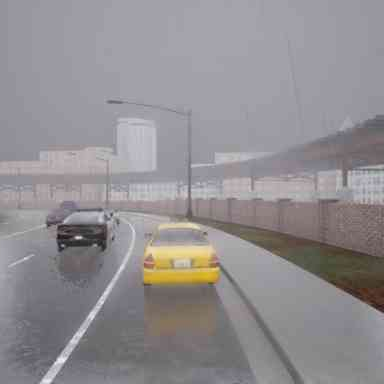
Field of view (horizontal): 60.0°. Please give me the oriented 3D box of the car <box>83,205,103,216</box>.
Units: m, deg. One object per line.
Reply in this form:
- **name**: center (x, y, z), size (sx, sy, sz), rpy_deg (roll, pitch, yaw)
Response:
- **car**: center (-13.825, 2.539, 46.281), size (1.837, 1.490, 4.892), rpy_deg (1, -2, -26)

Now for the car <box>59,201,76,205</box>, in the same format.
- **car**: center (-16.701, 2.230, 44.362), size (2.150, 2.045, 5.566), rpy_deg (1, -2, -26)

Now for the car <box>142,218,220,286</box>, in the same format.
- **car**: center (-0.421, 1.516, 9.572), size (1.801, 1.575, 5.366), rpy_deg (0, -1, -5)

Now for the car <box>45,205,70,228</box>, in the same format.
- **car**: center (-10.292, 2.007, 26.368), size (2.033, 1.411, 5.357), rpy_deg (0, -2, -14)

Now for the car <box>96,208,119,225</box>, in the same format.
- **car**: center (-7.633, 2.148, 29.937), size (1.895, 1.301, 4.718), rpy_deg (0, -2, -15)

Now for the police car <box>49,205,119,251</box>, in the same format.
- **police car**: center (-4.627, 1.574, 15.089), size (1.930, 1.638, 5.238), rpy_deg (0, -1, -8)
